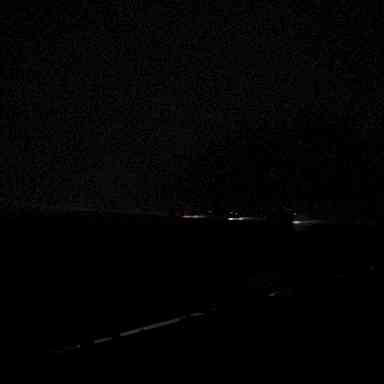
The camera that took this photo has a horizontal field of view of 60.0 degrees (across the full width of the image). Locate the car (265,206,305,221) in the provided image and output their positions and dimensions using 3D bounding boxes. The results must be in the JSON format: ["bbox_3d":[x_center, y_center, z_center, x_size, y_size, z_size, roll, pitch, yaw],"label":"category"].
[{"bbox_3d":[9.759,2.264,35.320,1.812,1.442,4.674,1,-2,-33],"label":"car"}]

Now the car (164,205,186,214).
[{"bbox_3d":[-3.208,3.249,61.870,1.812,1.442,4.674,1,-2,-33],"label":"car"}]

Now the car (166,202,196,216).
[{"bbox_3d":[-1.626,2.650,52.733,2.150,2.045,5.566,1,-2,-33],"label":"car"}]

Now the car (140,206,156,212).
[{"bbox_3d":[-9.533,3.651,71.358,1.895,1.301,4.718,1,-2,-33],"label":"car"}]

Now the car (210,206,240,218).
[{"bbox_3d":[4.236,2.586,43.755,1.837,1.490,4.892,1,-2,-33],"label":"car"}]

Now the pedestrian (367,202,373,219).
[{"bbox_3d":[18.878,1.924,35.272,0.375,1.860,0.375,-2,1,-33],"label":"pedestrian"}]
